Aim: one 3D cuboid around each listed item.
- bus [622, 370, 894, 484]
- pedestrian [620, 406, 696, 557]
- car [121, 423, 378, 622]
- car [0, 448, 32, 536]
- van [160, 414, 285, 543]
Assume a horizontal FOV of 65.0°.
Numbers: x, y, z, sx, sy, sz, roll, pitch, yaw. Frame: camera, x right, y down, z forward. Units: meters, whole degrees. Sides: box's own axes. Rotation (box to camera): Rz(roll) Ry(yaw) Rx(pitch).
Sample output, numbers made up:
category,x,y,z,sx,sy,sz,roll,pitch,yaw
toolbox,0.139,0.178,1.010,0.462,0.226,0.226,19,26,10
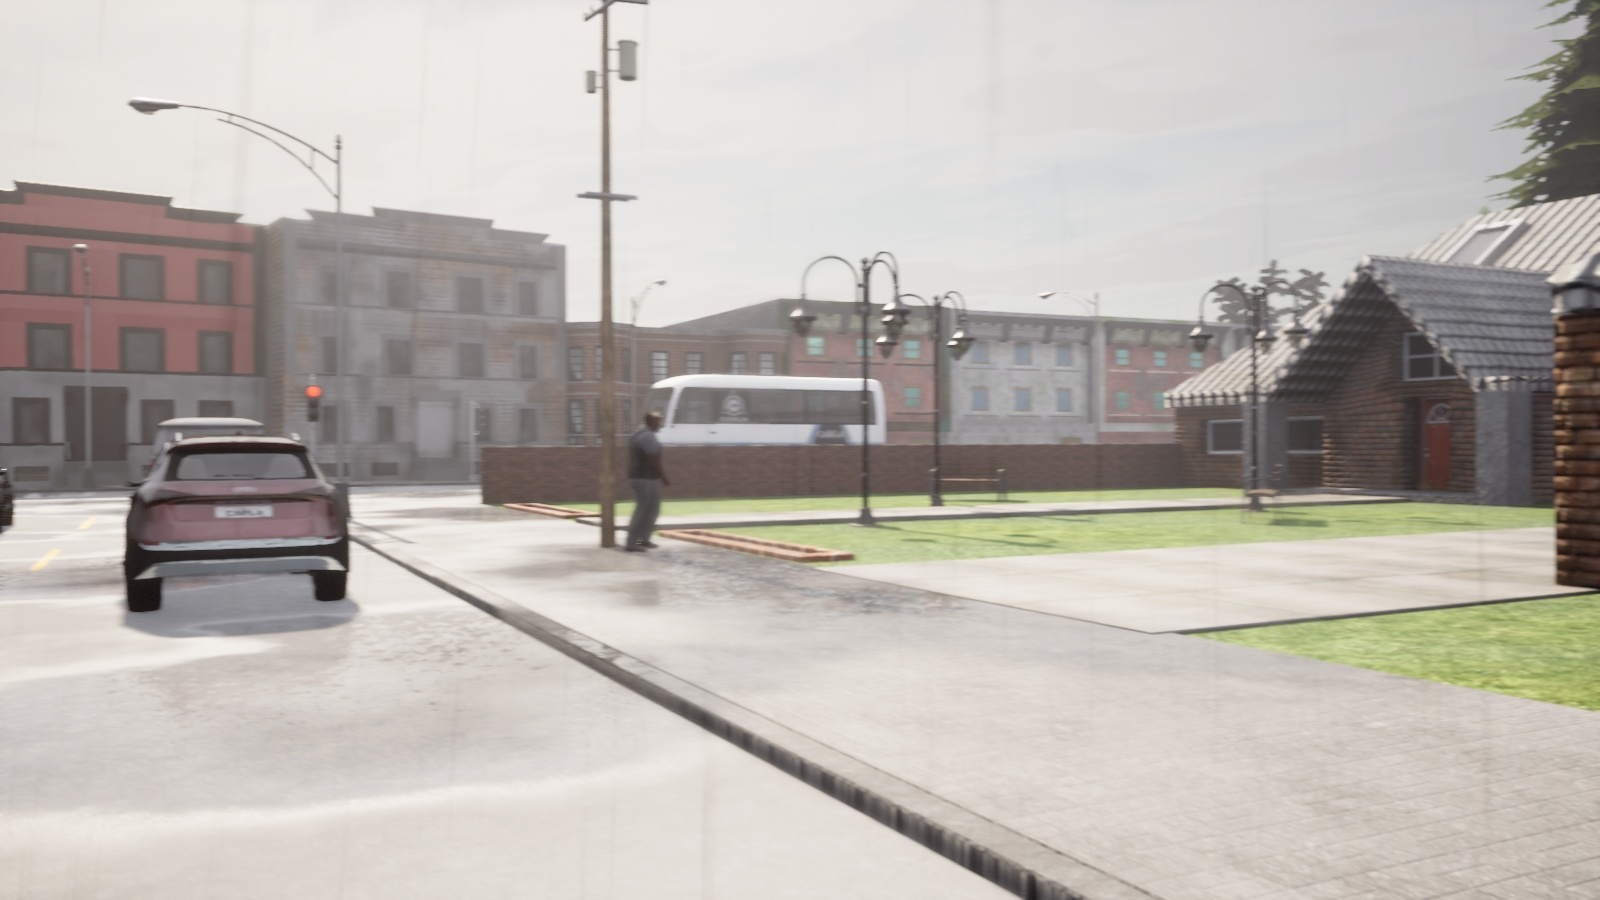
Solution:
category,x,y,z,sx,sy,sz,roll,pitch,yaw
bus,-1.641,-0.855,50.605,10.273,4.253,3.944,0,0,-26
pedestrian,-1.816,0.388,16.074,0.849,1.883,0.563,0,0,-20
car,-5.782,0.630,13.037,2.033,1.649,4.856,0,-1,-26
car,-14.923,0.700,22.420,1.816,1.474,4.193,0,0,-28
van,-10.004,0.429,21.686,1.775,1.987,4.442,0,0,-26
